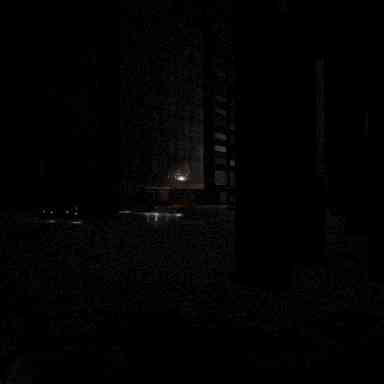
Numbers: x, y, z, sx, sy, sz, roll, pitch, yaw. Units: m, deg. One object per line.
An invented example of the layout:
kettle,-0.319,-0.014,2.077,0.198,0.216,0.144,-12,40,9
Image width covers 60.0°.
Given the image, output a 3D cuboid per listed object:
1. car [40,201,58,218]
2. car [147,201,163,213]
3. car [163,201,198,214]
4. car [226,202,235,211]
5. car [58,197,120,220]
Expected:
car,-12.342,1.523,33.582,2.150,2.045,5.566,0,-1,36
car,-3.954,2.000,45.180,1.837,1.490,4.892,0,-1,36
car,-1.131,1.966,43.537,1.882,1.535,5.008,0,-1,36
car,6.979,2.148,48.986,2.033,1.411,5.357,0,-1,36
car,-9.514,1.521,31.945,2.150,2.045,5.566,0,-1,36
